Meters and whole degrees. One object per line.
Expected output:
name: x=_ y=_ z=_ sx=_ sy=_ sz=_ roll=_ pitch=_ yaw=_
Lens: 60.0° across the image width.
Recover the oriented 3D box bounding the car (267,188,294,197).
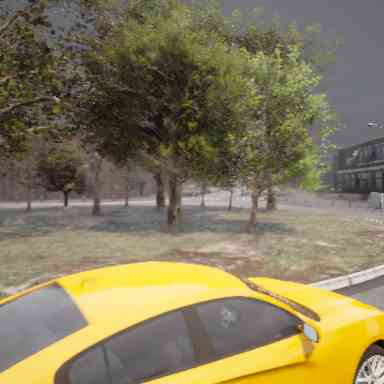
car: x=18.200 y=0.410 z=67.155 sx=4.792 sy=1.488 sz=2.163 roll=0 pitch=1 yaw=13

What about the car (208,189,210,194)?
car: x=1.355 y=0.057 z=84.102 sx=4.892 sy=1.521 sz=2.231 roll=0 pitch=1 yaw=13

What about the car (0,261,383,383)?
car: x=-0.107 y=1.434 z=3.089 sx=5.008 sy=1.535 sz=1.882 roll=-1 pitch=1 yaw=-33

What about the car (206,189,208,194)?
car: x=0.791 y=-0.001 z=81.396 sx=4.553 sy=1.767 sz=2.185 roll=0 pitch=1 yaw=13

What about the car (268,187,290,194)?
car: x=23.084 y=-0.420 z=88.711 sx=5.566 sy=2.045 sz=2.435 roll=0 pitch=2 yaw=13

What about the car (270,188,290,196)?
car: x=21.267 y=-0.069 z=80.582 sx=4.553 sy=1.767 sz=2.185 roll=0 pitch=2 yaw=13

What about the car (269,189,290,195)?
car: x=21.866 y=-0.022 z=83.426 sx=5.008 sy=1.535 sz=2.097 roll=0 pitch=2 yaw=13

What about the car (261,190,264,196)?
car: x=14.611 y=0.027 z=72.544 sx=2.150 sy=2.045 sz=5.566 roll=0 pitch=1 yaw=13

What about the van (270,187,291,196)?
van: x=19.935 y=-0.028 z=75.308 sx=4.442 sy=1.987 sz=1.878 roll=0 pitch=1 yaw=13

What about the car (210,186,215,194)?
car: x=2.532 y=-0.341 z=89.480 sx=5.566 sy=2.045 sz=2.435 roll=0 pitch=2 yaw=13

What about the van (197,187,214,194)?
van: x=3.874 y=-0.461 z=94.830 sx=4.442 sy=1.987 sz=1.878 roll=0 pitch=2 yaw=13

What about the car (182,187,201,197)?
car: x=-1.010 y=0.193 z=73.321 sx=4.553 sy=1.767 sz=2.185 roll=0 pitch=1 yaw=13

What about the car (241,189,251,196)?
car: x=12.837 y=0.030 z=78.360 sx=2.097 sy=1.767 sz=4.553 roll=0 pitch=2 yaw=13

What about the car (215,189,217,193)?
car: x=3.342 y=-0.165 z=92.131 sx=5.366 sy=1.575 sz=1.946 roll=0 pitch=2 yaw=13
